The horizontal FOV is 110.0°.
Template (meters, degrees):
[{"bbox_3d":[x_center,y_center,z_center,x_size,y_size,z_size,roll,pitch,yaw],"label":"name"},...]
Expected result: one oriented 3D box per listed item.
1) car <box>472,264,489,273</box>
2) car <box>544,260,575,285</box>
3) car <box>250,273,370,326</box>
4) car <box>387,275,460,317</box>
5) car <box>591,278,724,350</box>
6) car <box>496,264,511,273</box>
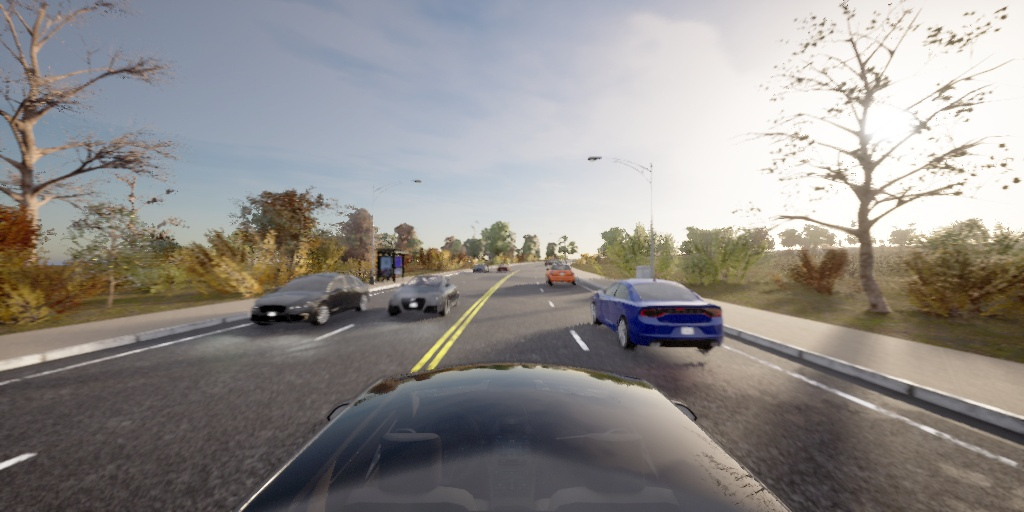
[{"bbox_3d":[-4.649,1.850,53.768,1.994,1.385,4.181,0,0,5],"label":"car"},{"bbox_3d":[3.921,1.410,29.591,2.097,1.767,4.553,0,-1,2],"label":"car"},{"bbox_3d":[-6.506,1.365,12.196,1.837,1.490,4.892,0,-1,1],"label":"car"},{"bbox_3d":[-3.225,1.446,13.826,1.994,1.385,4.181,0,-1,1],"label":"car"},{"bbox_3d":[3.406,1.319,9.382,1.882,1.535,5.008,0,-1,1],"label":"car"},{"bbox_3d":[-1.272,1.902,55.288,1.895,1.301,4.718,0,-1,5],"label":"car"}]
